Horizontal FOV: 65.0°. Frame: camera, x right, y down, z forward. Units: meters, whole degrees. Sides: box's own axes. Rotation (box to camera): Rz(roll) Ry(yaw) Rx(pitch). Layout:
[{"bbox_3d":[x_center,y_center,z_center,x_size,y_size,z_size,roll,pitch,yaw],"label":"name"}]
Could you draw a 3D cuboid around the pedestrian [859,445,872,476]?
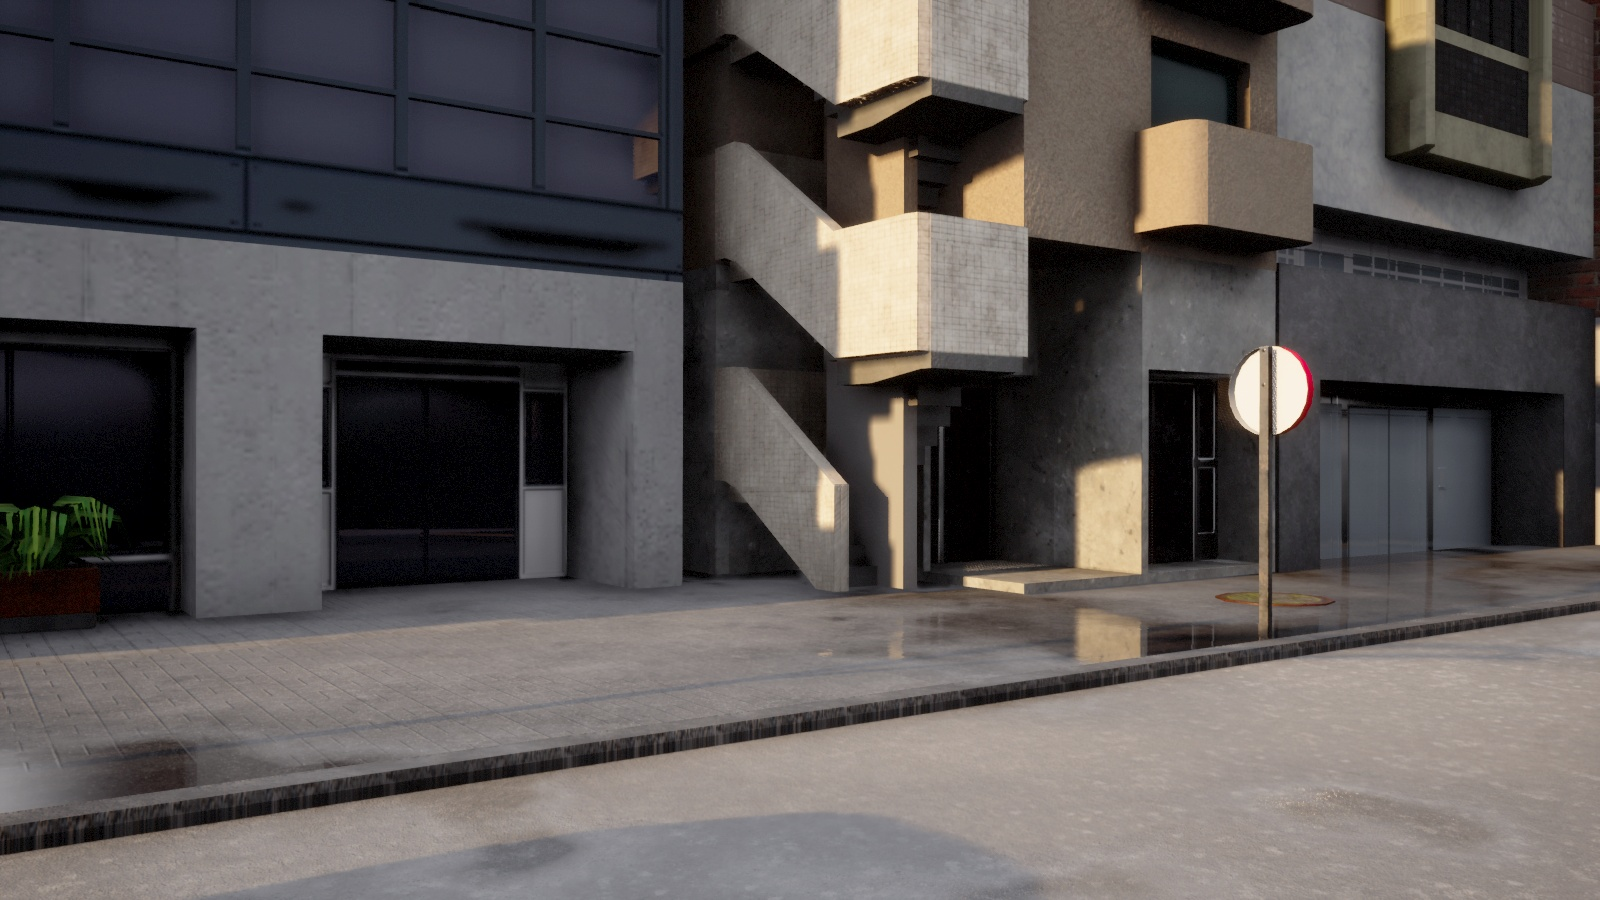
[{"bbox_3d":[3.852,0.618,74.097,0.402,1.842,0.726,0,0,-36],"label":"pedestrian"}]
